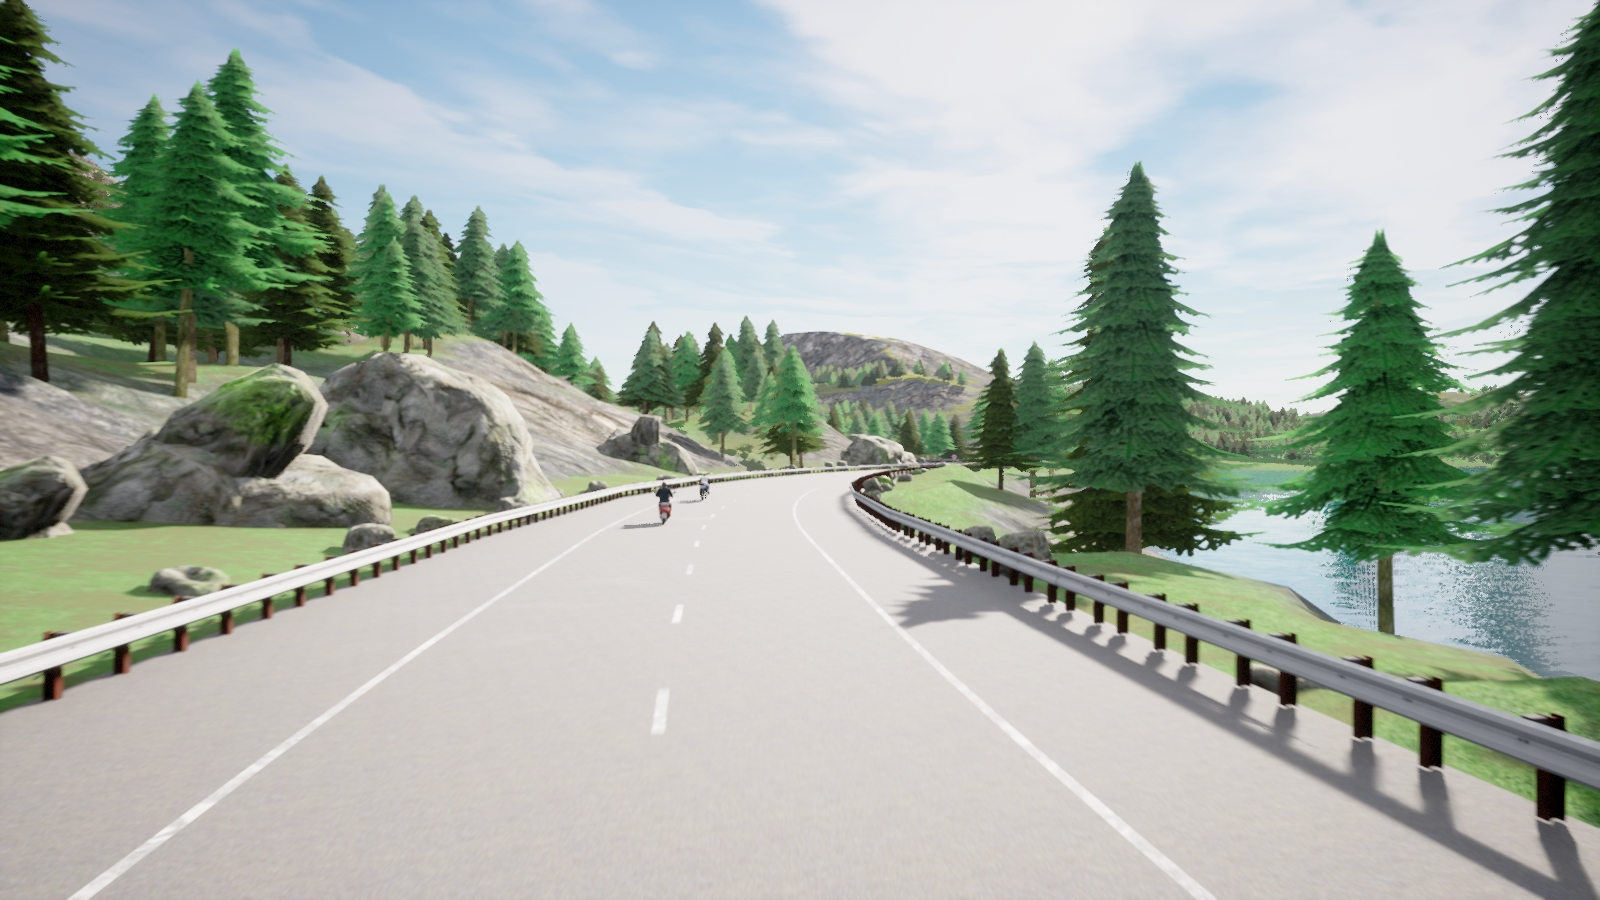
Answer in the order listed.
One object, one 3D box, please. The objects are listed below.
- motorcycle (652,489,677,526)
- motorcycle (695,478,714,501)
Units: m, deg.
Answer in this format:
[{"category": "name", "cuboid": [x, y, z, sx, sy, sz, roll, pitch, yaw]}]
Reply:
[{"category": "motorcycle", "cuboid": [-5.151, 2.178, 43.530, 0.856, 1.236, 1.805, -1, 2, -4]}, {"category": "motorcycle", "cuboid": [-5.276, 2.176, 63.381, 0.803, 1.217, 2.033, 0, 0, 2]}]
